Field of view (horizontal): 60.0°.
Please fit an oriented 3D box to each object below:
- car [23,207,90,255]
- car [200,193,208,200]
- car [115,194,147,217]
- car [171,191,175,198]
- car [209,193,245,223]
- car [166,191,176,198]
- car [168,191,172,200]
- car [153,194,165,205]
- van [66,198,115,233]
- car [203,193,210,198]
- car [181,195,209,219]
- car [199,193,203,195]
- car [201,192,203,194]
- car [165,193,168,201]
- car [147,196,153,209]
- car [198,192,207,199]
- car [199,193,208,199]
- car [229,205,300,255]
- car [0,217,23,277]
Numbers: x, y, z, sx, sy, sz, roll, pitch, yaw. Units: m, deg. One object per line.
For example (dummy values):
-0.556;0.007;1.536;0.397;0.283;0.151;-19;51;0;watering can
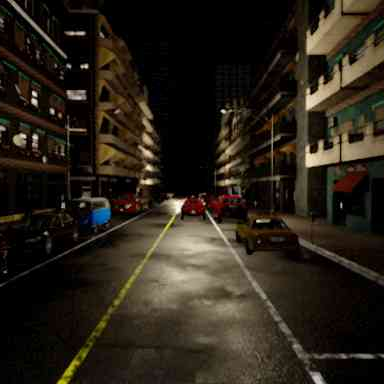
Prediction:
-5.669;1.469;12.616;2.008;1.369;4.403;-1;0;0;car
2.673;1.048;74.379;1.752;1.417;4.829;-1;0;0;car
-5.696;1.125;29.420;2.192;1.841;5.009;-1;0;0;car
-5.707;1.039;79.839;2.008;1.369;4.403;-1;0;0;car
2.674;1.160;23.790;2.192;1.841;5.009;-1;0;0;car
-5.712;0.733;91.042;2.192;1.841;5.009;-1;0;0;car
-5.706;1.111;68.636;2.008;1.369;4.403;-1;0;0;car
-5.705;1.249;51.830;1.802;1.307;4.206;-1;0;0;car
-5.672;1.223;18.216;1.690;1.788;3.998;-1;0;0;van
2.673;1.088;34.994;2.192;1.841;5.009;-1;0;0;car
0.096;1.303;26.922;1.882;1.535;5.008;0;0;0;car
0.095;1.261;44.443;2.033;1.411;5.357;0;0;0;car
2.673;1.017;46.198;2.192;1.841;5.009;-1;0;0;car
-5.705;1.213;57.432;1.802;1.307;4.206;-1;0;0;car
-5.711;1.325;35.024;2.008;1.369;4.403;-1;0;0;car
2.670;0.893;85.412;1.967;1.590;4.097;-1;0;0;car
2.673;1.054;79.811;1.947;1.339;4.313;-1;0;0;car
2.678;1.442;12.758;1.752;1.417;4.829;-1;0;0;car
-5.670;1.394;7.013;1.967;1.590;4.097;-1;0;0;car
